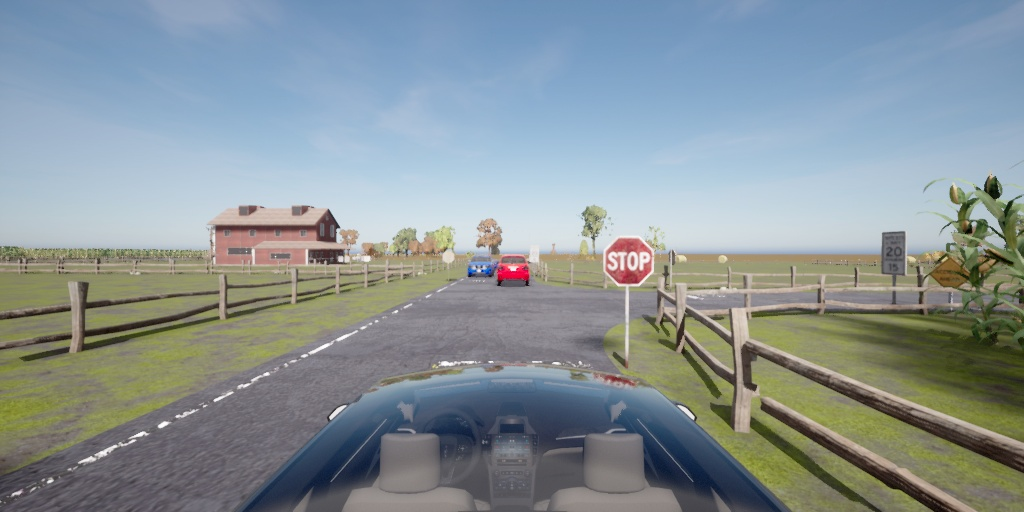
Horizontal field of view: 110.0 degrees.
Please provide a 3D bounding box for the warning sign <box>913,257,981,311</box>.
[{"bbox_3d":[15.864,0.966,12.970,1.060,1.860,1.300,0,0,0],"label":"warning sign"}]

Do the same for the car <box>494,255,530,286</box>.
[{"bbox_3d":[0.091,0.955,25.553,2.150,2.045,5.566,0,0,0],"label":"car"}]

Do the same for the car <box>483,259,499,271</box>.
[{"bbox_3d":[-2.855,1.177,49.996,1.882,1.535,5.008,0,0,0],"label":"car"}]

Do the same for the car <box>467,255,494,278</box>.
[{"bbox_3d":[-2.857,0.946,33.688,2.150,2.045,5.566,0,0,0],"label":"car"}]
